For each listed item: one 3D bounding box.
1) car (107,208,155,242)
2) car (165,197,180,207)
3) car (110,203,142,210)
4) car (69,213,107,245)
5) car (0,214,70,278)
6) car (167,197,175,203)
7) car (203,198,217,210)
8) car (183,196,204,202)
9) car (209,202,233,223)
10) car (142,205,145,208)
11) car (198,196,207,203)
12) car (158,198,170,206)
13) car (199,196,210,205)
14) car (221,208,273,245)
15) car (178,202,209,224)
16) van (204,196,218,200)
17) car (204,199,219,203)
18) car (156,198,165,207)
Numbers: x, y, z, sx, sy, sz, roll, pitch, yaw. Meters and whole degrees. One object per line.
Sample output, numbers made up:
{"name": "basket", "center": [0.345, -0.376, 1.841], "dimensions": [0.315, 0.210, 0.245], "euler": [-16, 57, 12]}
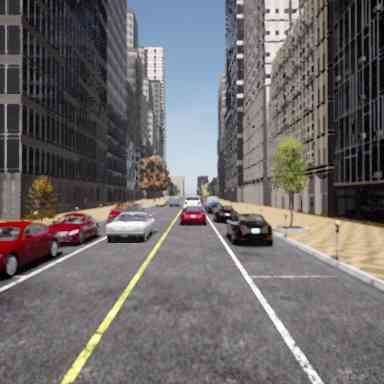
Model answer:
{"name": "car", "center": [-3.102, 1.727, 17.426], "dimensions": [1.895, 1.301, 4.718], "euler": [0, 0, 0]}
{"name": "car", "center": [-3.053, 1.946, 58.795], "dimensions": [2.033, 1.411, 5.357], "euler": [0, 0, 1]}
{"name": "car", "center": [-5.691, 1.741, 27.527], "dimensions": [1.887, 1.381, 4.507], "euler": [0, 0, 0]}
{"name": "car", "center": [-5.690, 1.699, 16.143], "dimensions": [1.802, 1.307, 4.206], "euler": [0, 0, 0]}
{"name": "car", "center": [-5.690, 1.622, 10.449], "dimensions": [1.887, 1.381, 4.507], "euler": [0, 0, 0]}
{"name": "car", "center": [-5.697, 2.132, 90.145], "dimensions": [2.008, 1.369, 4.403], "euler": [0, 0, 0]}
{"name": "car", "center": [2.688, 1.786, 50.290], "dimensions": [1.967, 1.590, 4.097], "euler": [0, 0, 0]}
{"name": "car", "center": [0.069, 1.522, 42.697], "dimensions": [2.150, 2.045, 5.566], "euler": [0, 0, 0]}
{"name": "car", "center": [2.689, 1.763, 27.520], "dimensions": [1.947, 1.339, 4.313], "euler": [0, 0, 0]}
{"name": "car", "center": [-5.692, 1.801, 33.220], "dimensions": [1.947, 1.339, 4.313], "euler": [0, 0, 0]}
{"name": "car", "center": [2.685, 1.864, 84.443], "dimensions": [2.192, 1.841, 5.009], "euler": [0, 0, 0]}
{"name": "car", "center": [-5.695, 2.001, 67.376], "dimensions": [2.008, 1.369, 4.403], "euler": [0, 0, 0]}
{"name": "car", "center": [2.686, 1.798, 73.058], "dimensions": [2.192, 1.841, 5.009], "euler": [0, 0, 0]}
{"name": "car", "center": [2.690, 1.683, 16.136], "dimensions": [1.947, 1.339, 4.313], "euler": [0, 0, 0]}
{"name": "car", "center": [0.094, 1.753, 26.409], "dimensions": [1.994, 1.385, 4.181], "euler": [0, 0, 0]}
{"name": "van", "center": [2.688, 1.651, 44.599], "dimensions": [1.690, 1.788, 3.998], "euler": [0, 0, 0]}
{"name": "car", "center": [2.688, 1.839, 38.904], "dimensions": [1.947, 1.339, 4.313], "euler": [0, 0, 0]}
{"name": "car", "center": [-5.694, 1.940, 61.512], "dimensions": [1.752, 1.417, 4.829], "euler": [0, 0, 0]}
